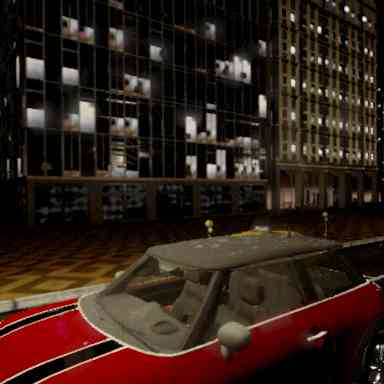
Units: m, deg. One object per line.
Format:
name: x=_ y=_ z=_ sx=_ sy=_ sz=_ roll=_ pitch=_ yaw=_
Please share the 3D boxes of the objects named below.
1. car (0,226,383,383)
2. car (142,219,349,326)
car: x=0.094 y=1.340 z=3.438 sx=4.553 sy=1.767 sz=2.097 roll=-1 pitch=0 yaw=-35
car: x=1.438 y=1.494 z=7.595 sx=4.829 sy=1.417 sz=1.752 roll=0 pitch=0 yaw=-36
